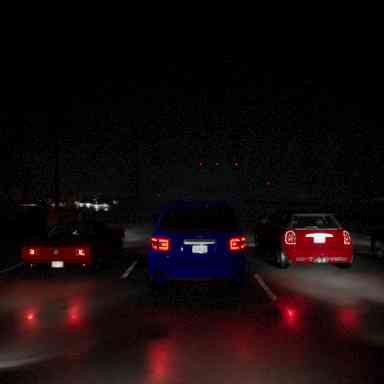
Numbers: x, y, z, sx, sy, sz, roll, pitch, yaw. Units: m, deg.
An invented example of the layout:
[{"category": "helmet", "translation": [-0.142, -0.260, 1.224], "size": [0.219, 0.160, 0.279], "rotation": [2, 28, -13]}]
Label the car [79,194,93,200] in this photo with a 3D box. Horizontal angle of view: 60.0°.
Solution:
[{"category": "car", "translation": [-25.347, 1.194, 79.349], "size": [1.895, 1.301, 4.718], "rotation": [0, 0, -1]}]

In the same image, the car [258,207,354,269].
[{"category": "car", "translation": [3.505, 1.334, 11.303], "size": [2.097, 1.767, 4.553], "rotation": [0, 0, 0]}]

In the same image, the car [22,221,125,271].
[{"category": "car", "translation": [-3.489, 1.584, 10.839], "size": [1.895, 1.301, 4.718], "rotation": [0, 0, 0]}]

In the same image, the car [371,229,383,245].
[{"category": "car", "translation": [7.018, 1.477, 9.406], "size": [2.128, 1.511, 4.902], "rotation": [0, 0, 0]}]

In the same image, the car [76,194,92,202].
[{"category": "car", "translation": [-21.704, 1.196, 67.228], "size": [1.812, 1.442, 4.674], "rotation": [0, 0, -1]}]

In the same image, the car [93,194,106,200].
[{"category": "car", "translation": [-21.842, 1.125, 79.037], "size": [1.812, 1.442, 4.674], "rotation": [0, 0, -1]}]

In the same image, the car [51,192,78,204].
[{"category": "car", "translation": [-21.656, 1.213, 56.895], "size": [1.882, 1.535, 5.008], "rotation": [0, 0, 0]}]

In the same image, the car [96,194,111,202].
[{"category": "car", "translation": [-18.218, 1.165, 68.453], "size": [1.837, 1.490, 4.892], "rotation": [0, 0, -1]}]

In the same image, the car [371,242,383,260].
[{"category": "car", "translation": [3.594, 1.490, 2.160], "size": [2.128, 1.511, 4.902], "rotation": [0, 0, 0]}]

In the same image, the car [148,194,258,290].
[{"category": "car", "translation": [0.043, 1.207, 9.202], "size": [2.150, 2.045, 5.566], "rotation": [0, 0, -2]}]

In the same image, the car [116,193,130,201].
[{"category": "car", "translation": [-14.718, 1.020, 68.447], "size": [2.097, 1.767, 4.553], "rotation": [0, 0, -1]}]

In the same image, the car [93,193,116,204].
[{"category": "car", "translation": [-14.660, 1.341, 56.089], "size": [1.895, 1.301, 4.718], "rotation": [0, 0, 0]}]

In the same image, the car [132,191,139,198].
[{"category": "car", "translation": [-14.909, 1.119, 82.649], "size": [2.033, 1.411, 5.357], "rotation": [0, 0, -1]}]

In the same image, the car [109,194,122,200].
[{"category": "car", "translation": [-18.353, 1.190, 79.958], "size": [1.895, 1.301, 4.718], "rotation": [0, 0, -1]}]

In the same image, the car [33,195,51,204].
[{"category": "car", "translation": [-25.147, 1.243, 56.331], "size": [1.837, 1.490, 4.892], "rotation": [0, 0, 0]}]

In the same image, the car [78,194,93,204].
[{"category": "car", "translation": [-18.171, 1.290, 58.318], "size": [1.994, 1.385, 4.181], "rotation": [0, 0, 0]}]
